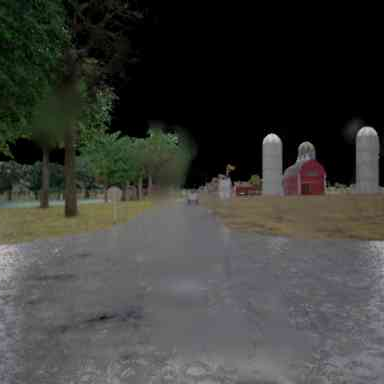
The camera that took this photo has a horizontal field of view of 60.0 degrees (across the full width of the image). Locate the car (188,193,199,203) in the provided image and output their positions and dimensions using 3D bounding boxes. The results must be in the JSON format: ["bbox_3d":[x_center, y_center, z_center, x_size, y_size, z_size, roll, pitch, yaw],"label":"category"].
[{"bbox_3d":[0.214,1.113,55.643,2.128,1.511,4.902,0,0,0],"label":"car"}]

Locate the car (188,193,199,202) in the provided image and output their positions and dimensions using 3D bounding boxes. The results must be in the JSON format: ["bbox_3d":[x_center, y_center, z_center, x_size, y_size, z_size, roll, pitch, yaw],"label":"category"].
[{"bbox_3d":[0.254,0.999,66.036,2.097,1.767,4.553,0,0,0],"label":"car"}]
